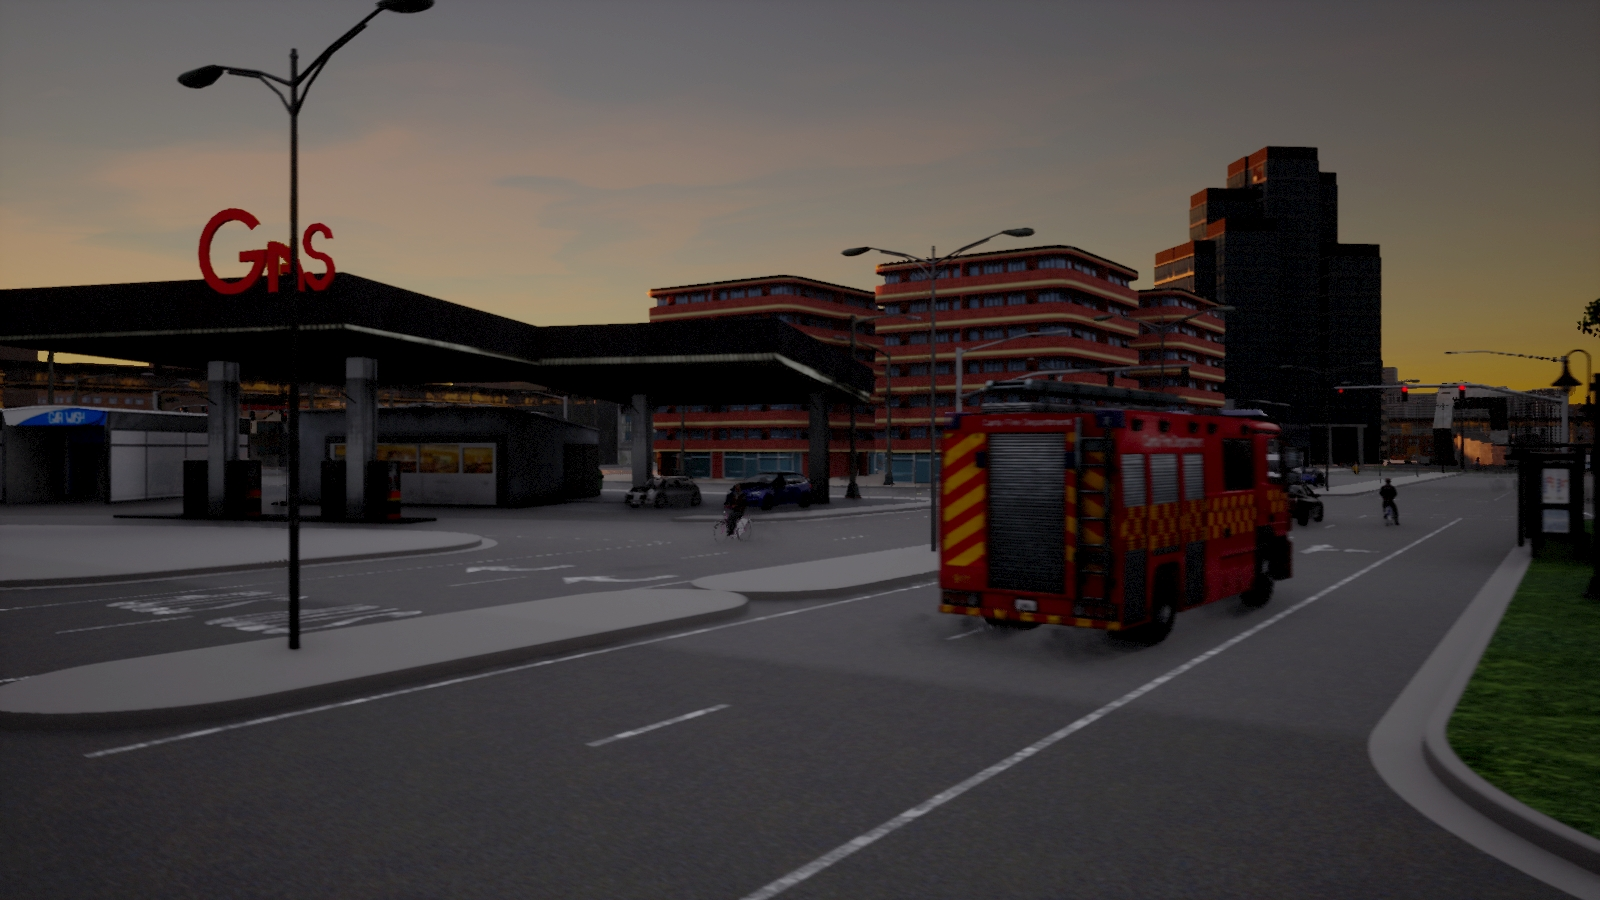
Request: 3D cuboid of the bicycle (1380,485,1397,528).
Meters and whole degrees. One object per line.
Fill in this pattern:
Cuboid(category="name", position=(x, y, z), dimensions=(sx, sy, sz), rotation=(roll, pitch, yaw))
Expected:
Cuboid(category="bicycle", position=(21.634, 2.048, 41.977), dimensions=(0.329, 1.496, 1.835), rotation=(0, 0, 35))

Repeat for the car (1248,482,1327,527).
Cuboid(category="car", position=(18.739, 2.040, 43.816), dimensions=(2.007, 1.525, 4.514), rotation=(0, 0, 34))

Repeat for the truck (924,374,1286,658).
Cuboid(category="truck", position=(5.630, 0.890, 19.631), dimensions=(2.891, 3.827, 8.468), rotation=(0, 0, 38))

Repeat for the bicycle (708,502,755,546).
Cuboid(category="bicycle", position=(-2.026, 2.198, 34.115), dimensions=(0.329, 1.196, 1.835), rotation=(0, 0, 34))
